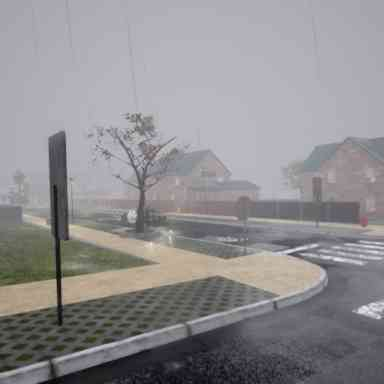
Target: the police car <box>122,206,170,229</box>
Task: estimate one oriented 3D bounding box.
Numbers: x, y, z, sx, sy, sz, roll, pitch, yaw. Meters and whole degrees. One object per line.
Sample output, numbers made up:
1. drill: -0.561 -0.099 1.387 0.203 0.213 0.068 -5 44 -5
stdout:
1. police car: -3.454 1.871 24.994 2.038 1.542 4.974 -2 0 -36
